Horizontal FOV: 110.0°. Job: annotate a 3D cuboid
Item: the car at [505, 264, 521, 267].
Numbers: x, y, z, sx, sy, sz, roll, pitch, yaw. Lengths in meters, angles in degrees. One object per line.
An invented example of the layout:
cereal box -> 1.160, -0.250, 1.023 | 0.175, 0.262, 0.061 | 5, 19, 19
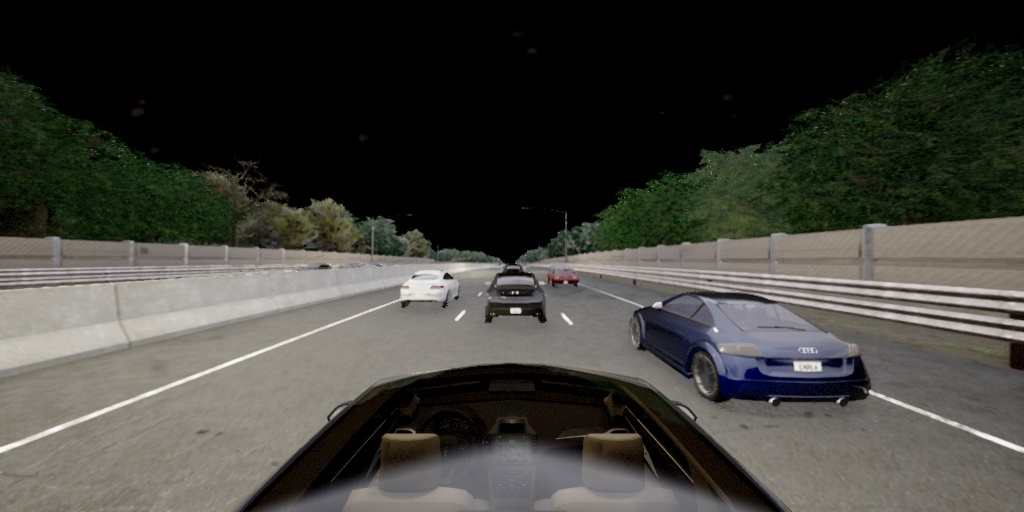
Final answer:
car -> 0.105, 1.462, 30.576 | 1.837, 1.490, 4.892 | 0, -1, 0

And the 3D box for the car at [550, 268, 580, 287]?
car -> 3.601, 1.509, 26.255 | 1.895, 1.301, 4.718 | 0, -1, 0

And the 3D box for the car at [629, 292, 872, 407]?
car -> 3.600, 1.313, 6.370 | 1.994, 1.385, 4.181 | 0, 0, 0

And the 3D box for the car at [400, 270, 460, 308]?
car -> -3.400, 1.319, 15.448 | 1.812, 1.442, 4.674 | 0, 0, 0

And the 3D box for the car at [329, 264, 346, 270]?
car -> -17.560, 1.552, 39.504 | 2.128, 1.511, 4.902 | 0, -1, 0

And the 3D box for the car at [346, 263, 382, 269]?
car -> -14.081, 1.490, 35.445 | 1.882, 1.535, 5.008 | 0, -1, 0

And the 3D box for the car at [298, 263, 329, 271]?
car -> -21.064, 1.554, 38.583 | 1.837, 1.490, 4.892 | 0, -1, 0

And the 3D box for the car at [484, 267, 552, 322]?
car -> 0.102, 1.276, 12.312 | 1.837, 1.490, 4.892 | 0, 0, 0
